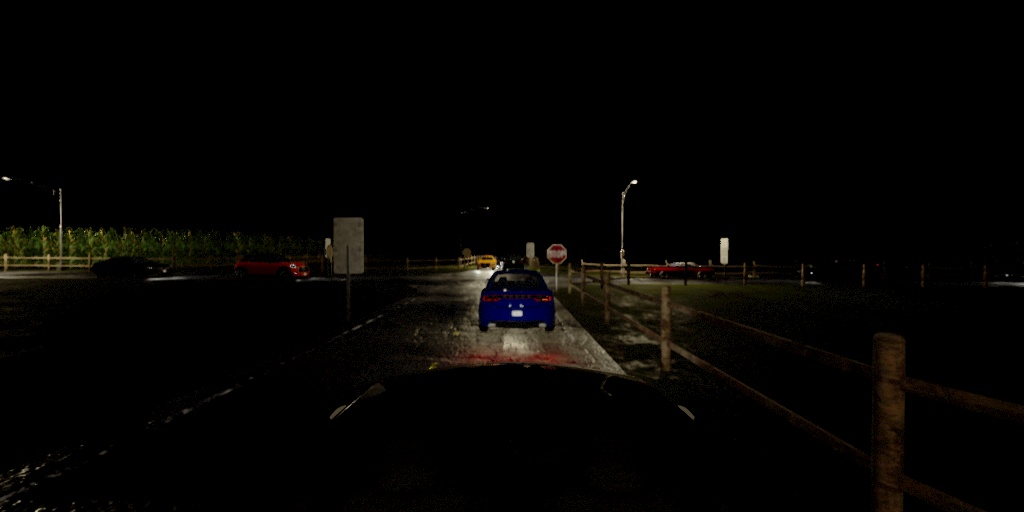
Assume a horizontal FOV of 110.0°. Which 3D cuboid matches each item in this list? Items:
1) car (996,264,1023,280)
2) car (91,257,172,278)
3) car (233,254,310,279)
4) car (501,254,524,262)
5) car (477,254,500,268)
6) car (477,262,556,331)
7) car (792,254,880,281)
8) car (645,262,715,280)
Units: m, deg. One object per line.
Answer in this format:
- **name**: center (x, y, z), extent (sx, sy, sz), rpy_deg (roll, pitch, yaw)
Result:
- **car**: center (40.598, 1.282, 27.613), extent (4.892, 1.490, 1.837), rpy_deg (1, 1, 1)
- **car**: center (-26.972, 0.768, 25.467), extent (4.674, 1.442, 1.812), rpy_deg (0, 1, 1)
- **car**: center (-16.845, 0.676, 25.347), extent (4.553, 1.767, 2.097), rpy_deg (0, 1, 1)
- **car**: center (0.172, 0.619, 38.619), extent (2.097, 1.767, 4.553), rpy_deg (0, 1, 0)
- **car**: center (-2.805, 0.714, 41.023), extent (1.882, 1.535, 5.008), rpy_deg (0, 1, 1)
- **car**: center (0.119, 1.112, 10.537), extent (1.882, 1.535, 5.008), rpy_deg (0, 1, 0)
- **car**: center (25.038, 0.851, 27.816), extent (5.566, 2.045, 2.150), rpy_deg (1, 1, 1)
- **car**: center (12.978, 1.123, 27.933), extent (4.718, 1.301, 1.895), rpy_deg (0, 1, 0)
